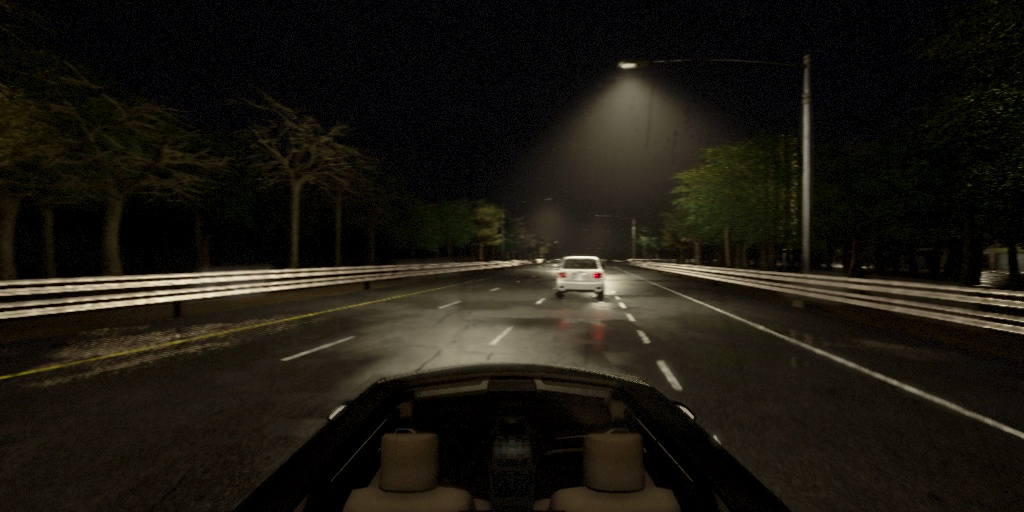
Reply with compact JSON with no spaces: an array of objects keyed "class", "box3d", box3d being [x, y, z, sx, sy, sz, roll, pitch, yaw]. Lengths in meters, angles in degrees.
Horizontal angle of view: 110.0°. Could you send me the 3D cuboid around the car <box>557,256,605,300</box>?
[{"class":"car","box3d":[3.615,1.043,18.678,2.150,2.045,5.566,0,0,12]}]
